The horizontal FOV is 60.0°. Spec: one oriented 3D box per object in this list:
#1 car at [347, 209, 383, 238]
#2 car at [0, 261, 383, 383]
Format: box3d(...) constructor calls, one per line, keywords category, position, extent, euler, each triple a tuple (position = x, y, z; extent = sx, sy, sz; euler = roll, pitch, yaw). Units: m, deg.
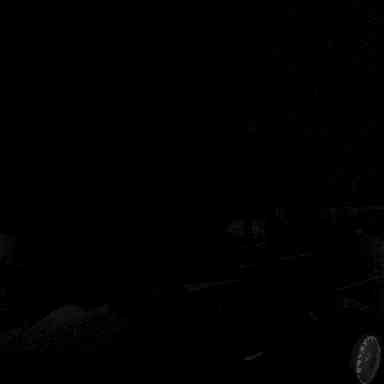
box3d(category="car", position=(9.998, 1.567, 17.645), extent=(4.313, 1.339, 1.947), euler=(0, 0, -36))
box3d(category="car", position=(0.222, 1.525, 3.594), extent=(4.674, 1.442, 1.812), euler=(0, 0, -36))
